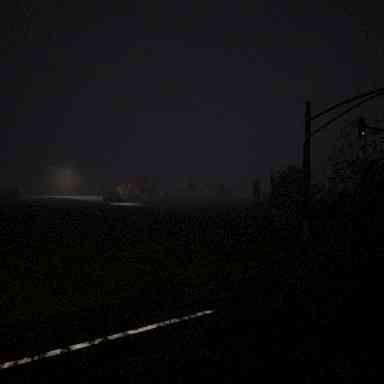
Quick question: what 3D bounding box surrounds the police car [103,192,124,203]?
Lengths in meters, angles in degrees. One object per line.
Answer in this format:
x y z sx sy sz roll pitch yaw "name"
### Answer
-11.733 0.820 49.841 2.038 1.542 4.974 1 0 -32 "police car"
